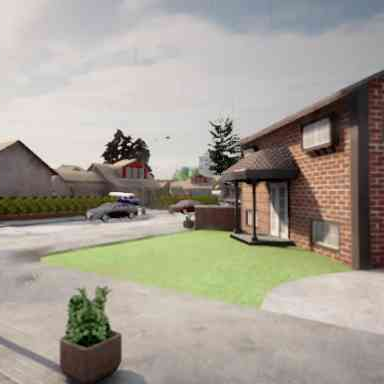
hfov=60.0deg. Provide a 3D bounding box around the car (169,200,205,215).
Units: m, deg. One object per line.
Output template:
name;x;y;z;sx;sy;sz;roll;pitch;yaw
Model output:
car;-0.533;1.636;36.472;1.882;1.535;5.008;-1;0;36

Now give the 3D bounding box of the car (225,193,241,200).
car;9.921;1.259;78.099;3.866;1.878;1.905;0;0;-19

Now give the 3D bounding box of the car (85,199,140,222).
car;-6.653;1.650;27.939;2.128;1.511;4.902;-1;0;36
